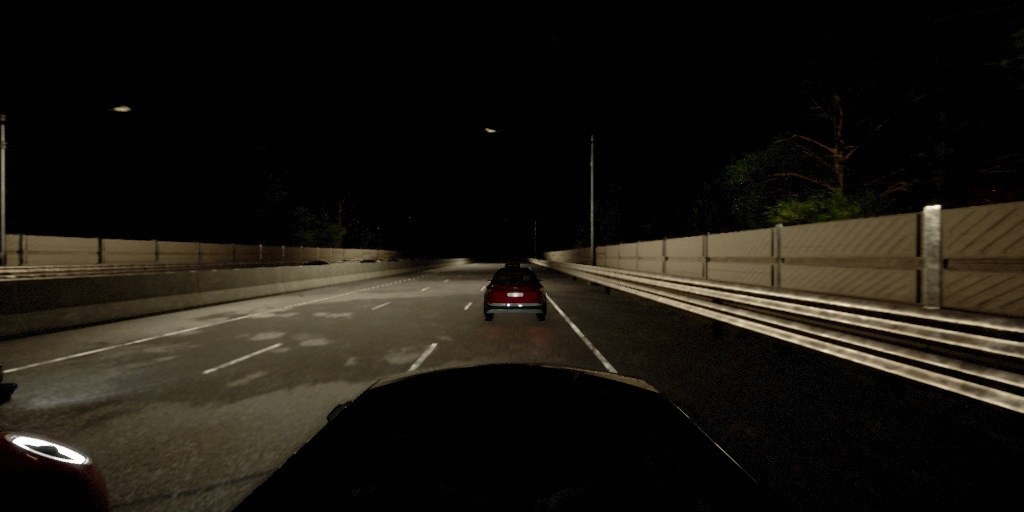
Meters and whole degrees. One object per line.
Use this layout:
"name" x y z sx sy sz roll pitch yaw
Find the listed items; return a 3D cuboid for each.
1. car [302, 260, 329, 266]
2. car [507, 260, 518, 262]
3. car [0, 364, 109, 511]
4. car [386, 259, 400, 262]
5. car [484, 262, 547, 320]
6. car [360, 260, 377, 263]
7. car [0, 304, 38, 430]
"car" -24.589 1.288 44.883 1.812 1.442 4.674 0 0 0
"car" 0.091 1.265 43.032 1.837 1.490 4.892 0 0 0
"car" -3.402 1.101 0.160 2.097 1.767 4.553 0 0 0
"car" -17.568 1.268 52.693 1.837 1.490 4.892 0 0 0
"car" 0.098 1.183 12.582 2.033 1.649 4.856 0 0 0
"car" -21.066 1.290 52.464 1.812 1.442 4.674 0 0 0
"car" -6.900 1.298 1.772 2.033 1.411 5.357 0 0 0
